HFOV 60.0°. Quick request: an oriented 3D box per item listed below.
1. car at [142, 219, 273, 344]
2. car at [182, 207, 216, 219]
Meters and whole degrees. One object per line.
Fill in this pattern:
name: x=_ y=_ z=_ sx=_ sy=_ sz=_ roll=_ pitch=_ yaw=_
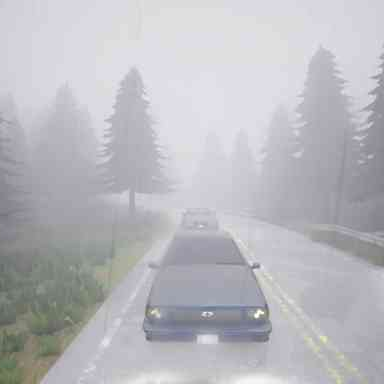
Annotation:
car: x=0.243 y=1.557 z=7.050 sx=2.033 sy=1.411 sz=5.357 roll=0 pitch=0 yaw=1
car: x=0.386 y=1.584 z=19.135 sx=1.994 sy=1.385 sz=4.181 roll=0 pitch=0 yaw=-2
